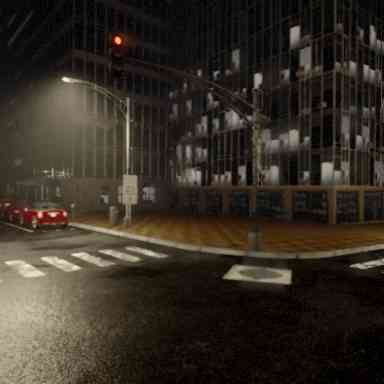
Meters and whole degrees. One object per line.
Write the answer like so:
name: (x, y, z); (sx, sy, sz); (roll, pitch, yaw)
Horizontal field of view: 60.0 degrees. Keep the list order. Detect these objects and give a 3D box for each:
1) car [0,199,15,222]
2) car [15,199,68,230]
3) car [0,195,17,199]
car: (-12.970, 1.477, 24.952); (1.802, 1.307, 4.206); (0, 0, -41)
car: (-9.272, 1.361, 20.680); (1.967, 1.590, 4.097); (0, 0, -41)
car: (-16.668, 1.184, 29.221); (2.192, 1.841, 5.009); (0, 0, -41)
